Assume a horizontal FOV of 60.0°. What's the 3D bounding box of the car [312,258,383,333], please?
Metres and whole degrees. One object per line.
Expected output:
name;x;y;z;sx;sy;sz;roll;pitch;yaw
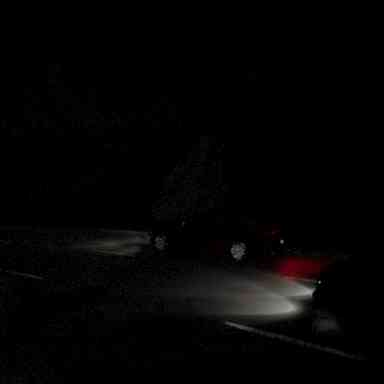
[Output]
car;4.743;1.507;5.016;5.357;1.411;2.033;0;0;34

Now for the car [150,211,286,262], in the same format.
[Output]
car;0.748;1.416;11.849;5.008;1.535;1.882;0;0;32
